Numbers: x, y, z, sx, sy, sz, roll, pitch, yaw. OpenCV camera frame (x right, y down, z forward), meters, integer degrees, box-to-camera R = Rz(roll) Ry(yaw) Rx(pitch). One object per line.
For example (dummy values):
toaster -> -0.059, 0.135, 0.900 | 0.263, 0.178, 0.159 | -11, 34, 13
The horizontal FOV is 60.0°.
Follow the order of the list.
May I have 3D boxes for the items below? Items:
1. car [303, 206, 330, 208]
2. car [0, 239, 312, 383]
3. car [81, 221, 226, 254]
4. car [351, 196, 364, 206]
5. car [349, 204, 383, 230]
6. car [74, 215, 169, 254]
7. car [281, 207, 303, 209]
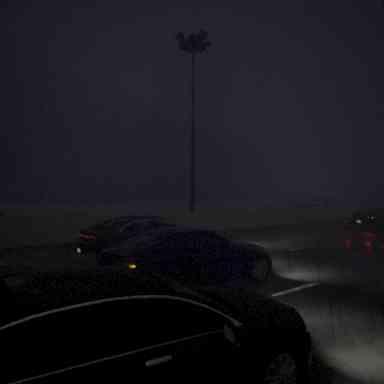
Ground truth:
car -> 16.615, 1.654, 42.290 | 2.150, 2.045, 5.566 | 0, 0, 43
car -> -0.805, 1.522, 3.256 | 4.892, 1.490, 1.837 | 1, 0, -36
car -> -0.038, 1.584, 8.192 | 4.674, 1.442, 1.812 | 1, 0, -37
car -> 38.405, 2.072, 77.086 | 2.150, 2.045, 5.566 | 0, 0, 31
car -> 12.611, 1.790, 23.288 | 4.674, 1.442, 1.812 | 1, -1, -42
car -> -1.488, 1.563, 11.490 | 4.902, 1.511, 2.128 | 1, -1, -37
car -> 14.637, 1.930, 45.324 | 2.128, 1.511, 4.902 | 0, -1, 43
